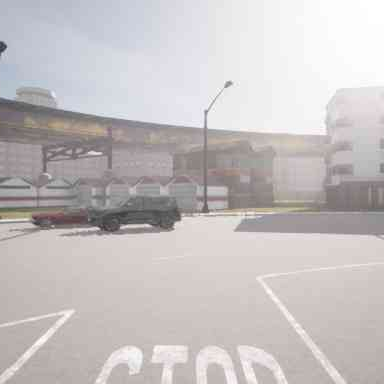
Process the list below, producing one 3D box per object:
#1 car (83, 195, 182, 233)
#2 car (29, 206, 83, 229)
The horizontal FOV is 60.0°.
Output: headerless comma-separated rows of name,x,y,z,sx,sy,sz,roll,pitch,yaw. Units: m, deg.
car,-3.332,1.223,20.051,5.566,2.045,2.150,0,-1,-27
car,-7.903,1.601,21.487,4.718,1.301,1.895,0,0,-31
